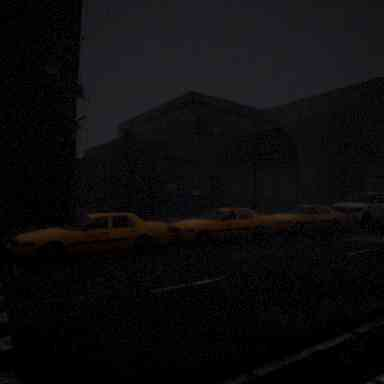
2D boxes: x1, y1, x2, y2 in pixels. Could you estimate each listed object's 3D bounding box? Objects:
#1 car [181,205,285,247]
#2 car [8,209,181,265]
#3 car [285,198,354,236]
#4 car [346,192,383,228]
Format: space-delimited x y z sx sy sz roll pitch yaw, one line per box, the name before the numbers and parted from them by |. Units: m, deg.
car | 1.354 1.344 14.478 5.366 1.575 1.946 0 0 -33
car | -3.257 1.383 11.439 5.366 1.575 1.946 0 0 -33
car | 5.961 1.309 17.527 5.366 1.575 1.946 0 0 -33
car | 10.806 1.023 20.729 5.566 2.045 2.435 0 0 -34
